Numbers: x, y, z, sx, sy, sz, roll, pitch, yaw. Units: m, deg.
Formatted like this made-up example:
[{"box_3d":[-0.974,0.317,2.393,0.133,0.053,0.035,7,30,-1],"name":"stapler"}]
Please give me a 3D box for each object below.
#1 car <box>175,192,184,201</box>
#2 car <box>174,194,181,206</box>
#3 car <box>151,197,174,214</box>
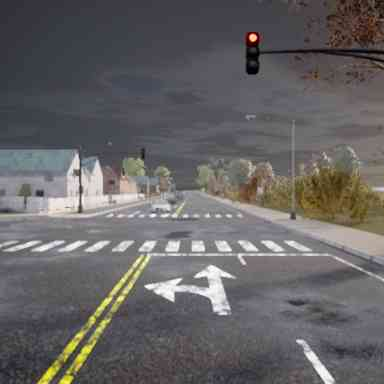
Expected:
[{"box_3d":[-3.161,1.072,80.604,2.150,2.045,5.566,0,0,0],"name":"car"},{"box_3d":[-3.193,1.481,52.597,2.033,1.411,5.357,0,0,0],"name":"car"},{"box_3d":[-3.206,1.526,34.879,1.812,1.442,4.674,0,1,0],"name":"car"}]
